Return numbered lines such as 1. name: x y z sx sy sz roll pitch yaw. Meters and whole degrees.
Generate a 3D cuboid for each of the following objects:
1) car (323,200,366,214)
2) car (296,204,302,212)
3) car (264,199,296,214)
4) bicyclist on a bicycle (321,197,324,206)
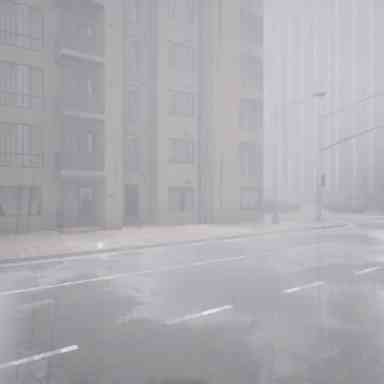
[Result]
1. car: 16.255 1.546 35.675 1.994 1.385 4.181 0 0 -33
2. car: 10.246 1.584 38.153 1.895 1.301 4.718 0 0 -34
3. car: 8.216 1.511 34.962 1.812 1.442 4.674 0 0 -35
4. bicyclist on a bicycle: 18.319 1.278 47.564 1.656 1.620 0.582 0 0 -34
